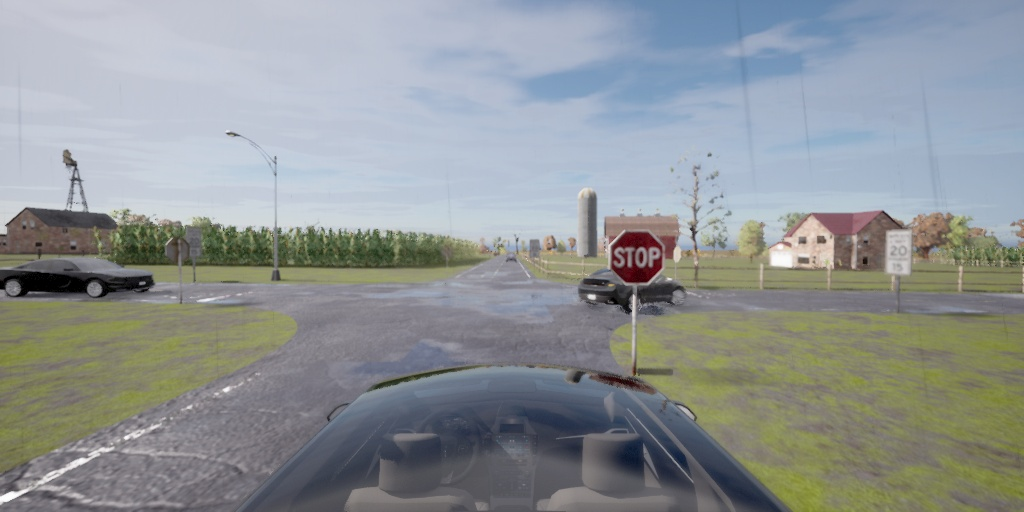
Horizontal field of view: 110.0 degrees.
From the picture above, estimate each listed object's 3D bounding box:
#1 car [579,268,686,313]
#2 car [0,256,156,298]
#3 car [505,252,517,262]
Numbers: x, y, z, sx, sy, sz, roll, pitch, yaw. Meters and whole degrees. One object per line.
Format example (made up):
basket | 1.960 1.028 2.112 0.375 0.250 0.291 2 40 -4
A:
car | 4.612 1.142 13.431 4.892 1.490 1.837 1 -1 -37
car | -17.493 0.797 14.537 5.008 1.535 1.882 1 2 0
car | -0.133 0.343 61.590 2.033 1.411 5.357 0 1 0
